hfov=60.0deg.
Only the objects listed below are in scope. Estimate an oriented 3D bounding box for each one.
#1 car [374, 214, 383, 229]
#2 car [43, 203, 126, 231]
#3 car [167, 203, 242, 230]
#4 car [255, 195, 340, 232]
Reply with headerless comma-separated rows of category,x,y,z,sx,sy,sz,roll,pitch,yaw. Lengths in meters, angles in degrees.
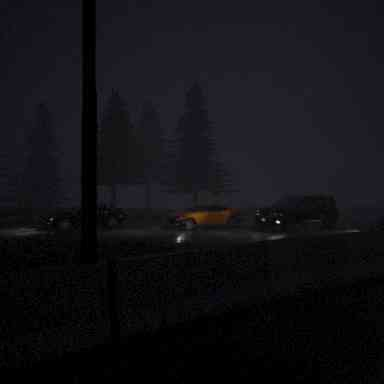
car,12.677,1.554,19.434,4.181,1.385,1.994,0,0,-27
car,-6.530,1.467,20.478,4.892,1.490,1.837,0,0,-33
car,0.817,1.449,20.911,5.008,1.535,1.882,0,0,-30
car,6.452,1.202,20.127,5.566,2.045,2.150,0,0,-29
